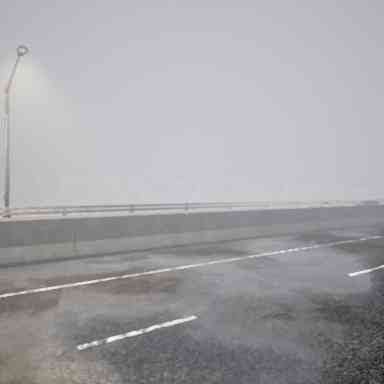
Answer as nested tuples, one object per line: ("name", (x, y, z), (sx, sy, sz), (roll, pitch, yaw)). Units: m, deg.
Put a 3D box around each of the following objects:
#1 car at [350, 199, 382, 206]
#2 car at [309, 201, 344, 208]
("car", (20.815, 1.664, 39.810), (4.892, 1.490, 1.837), (1, -1, -34))
("car", (16.629, 1.774, 41.204), (4.718, 1.301, 1.895), (0, 0, -34))
